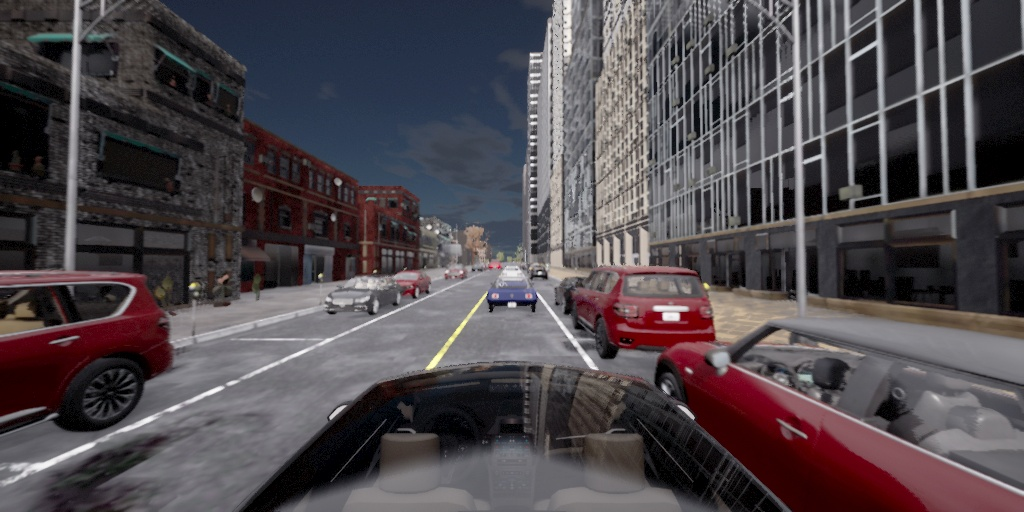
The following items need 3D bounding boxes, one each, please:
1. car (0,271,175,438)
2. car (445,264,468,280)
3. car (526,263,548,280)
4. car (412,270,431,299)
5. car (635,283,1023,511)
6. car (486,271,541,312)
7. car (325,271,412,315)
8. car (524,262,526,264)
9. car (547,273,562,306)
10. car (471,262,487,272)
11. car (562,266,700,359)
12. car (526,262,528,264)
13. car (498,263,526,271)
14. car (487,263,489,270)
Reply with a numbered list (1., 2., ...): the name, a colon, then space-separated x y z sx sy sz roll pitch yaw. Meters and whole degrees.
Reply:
1. car: -5.688 1.078 2.892 2.192 1.841 5.009 0 0 0
2. car: -5.684 1.581 36.753 1.967 1.591 4.097 0 0 0
3. car: 2.697 1.706 36.697 1.948 1.339 4.313 0 0 0
4. car: -5.686 1.496 19.822 1.888 1.381 4.507 0 0 0
5. car: 2.692 1.202 2.835 1.967 1.591 4.097 0 0 0
6. car: 0.016 1.500 15.116 1.895 1.301 4.718 0 -1 0
7. car: -5.687 1.439 14.179 2.007 1.370 4.403 0 0 0
8. car: 3.153 1.838 53.964 1.837 1.490 4.892 0 -1 0
9. car: 2.694 1.453 14.122 1.948 1.339 4.313 0 0 0
10. car: -5.681 1.961 59.328 1.948 1.339 4.313 0 0 0
11. car: 2.693 1.140 8.479 2.192 1.841 5.009 0 0 0
12. car: 3.156 1.715 47.155 1.801 1.575 5.366 0 -1 0
13. car: 0.024 1.599 30.749 1.812 1.442 4.674 0 0 0
14. car: -5.681 1.898 64.972 1.967 1.591 4.097 0 0 0
